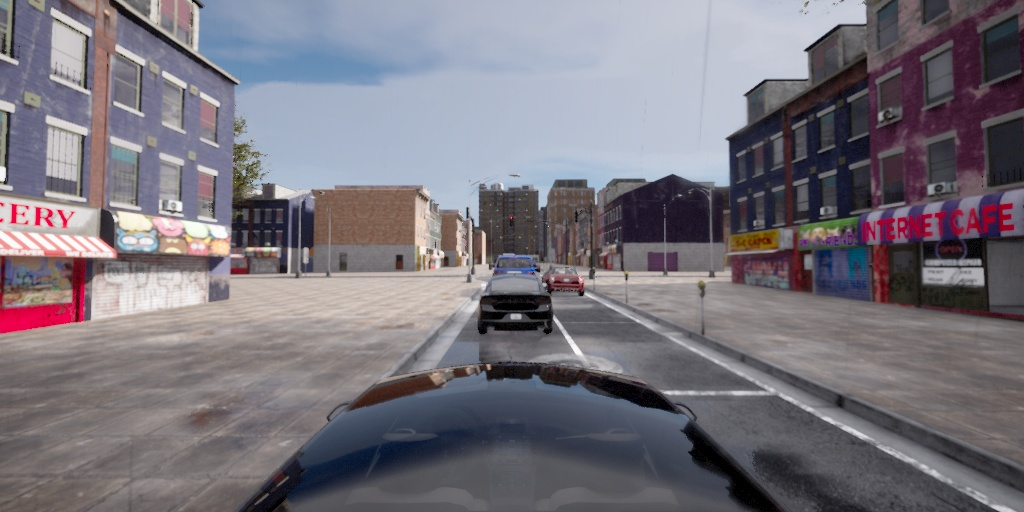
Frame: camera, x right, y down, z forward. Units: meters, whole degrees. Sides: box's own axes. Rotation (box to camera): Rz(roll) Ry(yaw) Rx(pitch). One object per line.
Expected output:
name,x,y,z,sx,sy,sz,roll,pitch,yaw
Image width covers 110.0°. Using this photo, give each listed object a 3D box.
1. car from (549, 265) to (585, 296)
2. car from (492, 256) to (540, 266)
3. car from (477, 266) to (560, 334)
car,2.652,1.216,19.469,1.967,1.591,4.097,0,0,0
car,0.104,0.997,18.787,2.150,2.045,5.566,0,0,0
car,0.060,1.237,10.648,1.882,1.535,5.008,0,0,-1
